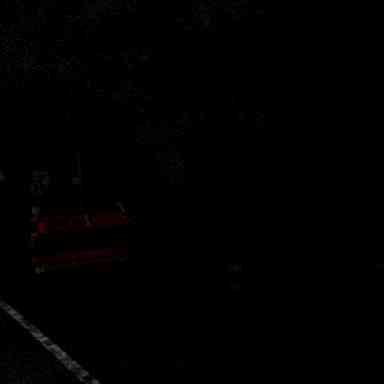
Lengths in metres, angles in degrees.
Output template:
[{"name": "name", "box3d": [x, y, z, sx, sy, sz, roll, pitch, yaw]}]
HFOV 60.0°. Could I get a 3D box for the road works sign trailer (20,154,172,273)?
[{"name": "road works sign trailer", "box3d": [-2.141, 0.562, 6.885, 2.380, 2.880, 3.560, -3, 4, -24]}]
